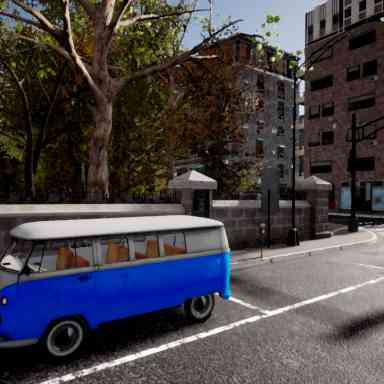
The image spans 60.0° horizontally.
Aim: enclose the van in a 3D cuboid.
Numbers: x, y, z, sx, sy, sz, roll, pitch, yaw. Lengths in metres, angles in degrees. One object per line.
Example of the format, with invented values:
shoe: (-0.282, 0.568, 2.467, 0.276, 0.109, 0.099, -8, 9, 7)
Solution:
van: (-1.186, 1.342, 5.655, 3.998, 1.788, 1.690, 0, 1, -36)
